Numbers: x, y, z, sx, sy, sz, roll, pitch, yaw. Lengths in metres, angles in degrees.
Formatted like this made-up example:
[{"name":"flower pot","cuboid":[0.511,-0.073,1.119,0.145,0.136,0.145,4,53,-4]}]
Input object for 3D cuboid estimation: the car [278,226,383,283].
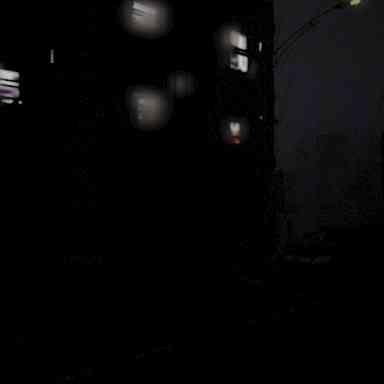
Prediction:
[{"name":"car","cuboid":[4.378,1.670,9.816,4.206,1.307,1.802,1,-1,-35]}]
